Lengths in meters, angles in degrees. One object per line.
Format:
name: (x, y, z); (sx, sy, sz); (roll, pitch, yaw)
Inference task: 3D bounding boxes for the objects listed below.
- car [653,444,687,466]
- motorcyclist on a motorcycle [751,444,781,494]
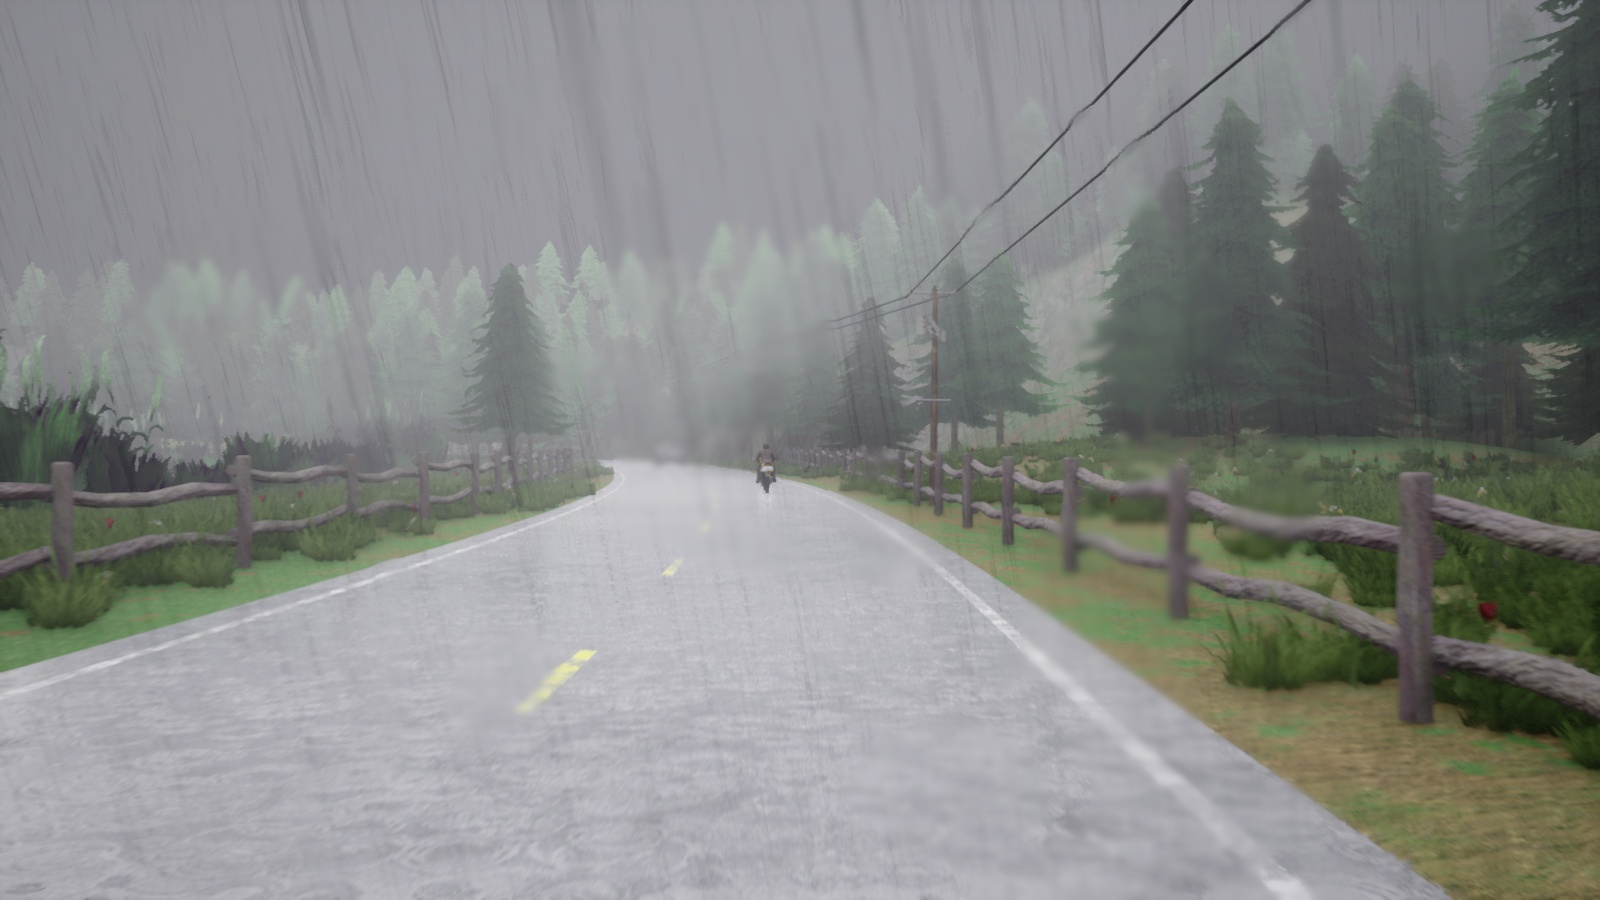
car: (-9.194, 0.335, 88.745); (1.970, 1.475, 3.806); (0, 0, -12)
motorcyclist on a motorcycle: (-1.060, 0.566, 38.841); (0.797, 1.523, 2.044); (0, 0, -5)
